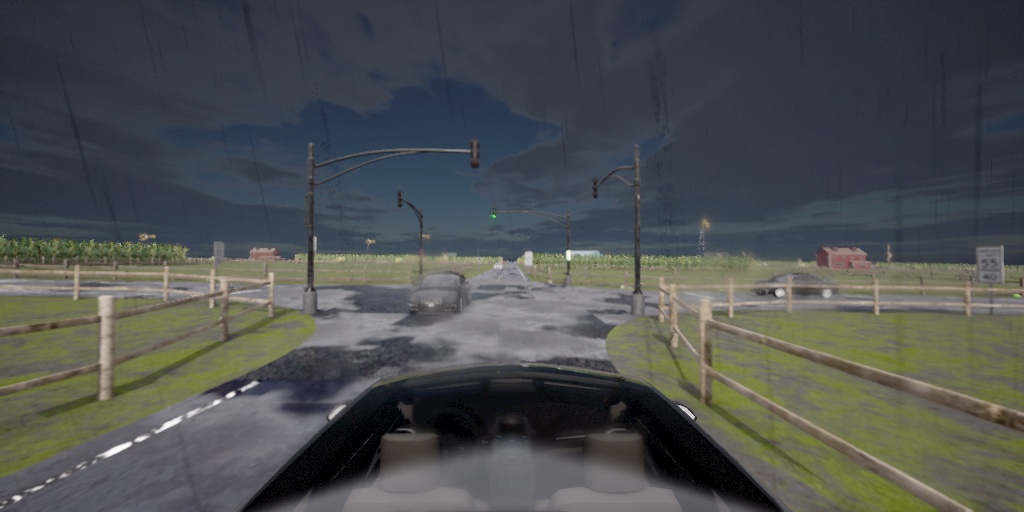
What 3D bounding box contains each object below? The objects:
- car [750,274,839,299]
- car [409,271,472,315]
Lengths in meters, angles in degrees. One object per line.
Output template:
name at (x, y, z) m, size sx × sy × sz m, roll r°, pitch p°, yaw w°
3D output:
car at (17.843, 1.878, 22.795) m, size 4.892 × 1.490 × 1.837 m, roll 1°, pitch -1°, yaw 0°
car at (-2.741, 1.412, 14.585) m, size 1.837 × 1.490 × 4.892 m, roll 1°, pitch 0°, yaw 0°
